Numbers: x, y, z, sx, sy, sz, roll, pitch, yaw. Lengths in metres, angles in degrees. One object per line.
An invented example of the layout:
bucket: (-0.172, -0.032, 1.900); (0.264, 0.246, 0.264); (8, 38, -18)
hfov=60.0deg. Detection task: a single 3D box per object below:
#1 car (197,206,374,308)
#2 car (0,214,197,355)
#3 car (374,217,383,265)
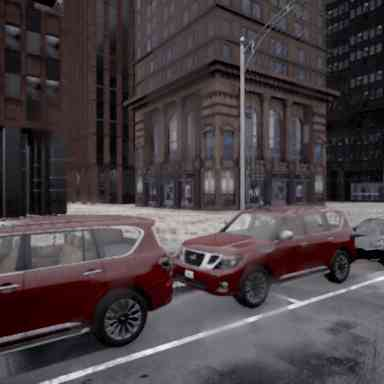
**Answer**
car: (1.993, 1.305, 8.071); (5.009, 1.841, 2.192); (0, 0, -36)
car: (-2.629, 1.314, 4.774); (5.009, 1.841, 2.192); (0, 0, -36)
car: (6.615, 1.548, 11.368); (4.313, 1.339, 1.947); (0, 0, -36)
